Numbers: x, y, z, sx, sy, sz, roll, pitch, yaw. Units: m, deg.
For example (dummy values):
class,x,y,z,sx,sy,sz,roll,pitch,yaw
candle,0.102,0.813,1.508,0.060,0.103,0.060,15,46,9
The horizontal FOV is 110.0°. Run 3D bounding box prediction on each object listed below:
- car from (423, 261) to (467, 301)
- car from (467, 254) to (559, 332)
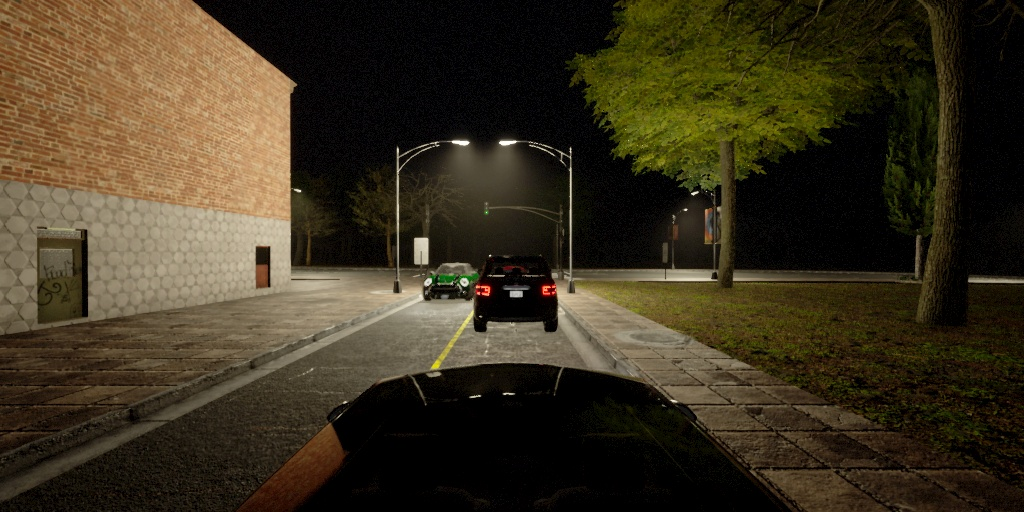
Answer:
class,x,y,z,sx,sy,sz,roll,pitch,yaw
car,-2.816,1.126,17.349,2.097,1.767,4.553,0,0,0
car,0.088,0.980,11.002,2.150,2.045,5.566,0,0,0
